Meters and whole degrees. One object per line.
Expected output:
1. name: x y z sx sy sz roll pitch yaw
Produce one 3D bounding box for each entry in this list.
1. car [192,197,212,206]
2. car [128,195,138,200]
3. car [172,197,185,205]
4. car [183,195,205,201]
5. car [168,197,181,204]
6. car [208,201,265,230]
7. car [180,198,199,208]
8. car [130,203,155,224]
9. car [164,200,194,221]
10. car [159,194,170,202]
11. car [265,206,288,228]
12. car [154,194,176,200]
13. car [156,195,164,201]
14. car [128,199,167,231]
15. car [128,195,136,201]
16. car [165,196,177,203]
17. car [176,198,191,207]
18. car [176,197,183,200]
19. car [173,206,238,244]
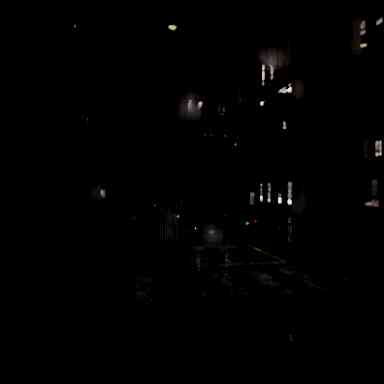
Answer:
1. car: 1.688 1.608 38.408 1.947 1.339 4.313 -1 0 -11
2. car: -10.252 1.508 58.688 1.967 1.590 4.097 -1 0 -11
3. car: -2.517 1.649 60.202 1.802 1.307 4.206 -1 0 -11
4. car: 0.634 1.364 43.856 2.192 1.841 5.009 -1 0 -11
5. car: -3.568 1.639 65.651 1.947 1.339 4.313 -1 0 -11
6. car: 2.621 1.547 20.718 1.812 1.442 4.674 0 0 -11
7. car: -0.415 1.606 49.305 2.008 1.369 4.403 -1 0 -11
8. car: -3.943 1.612 25.997 1.802 1.307 4.206 -1 0 -11
9. car: -1.391 1.593 25.813 1.994 1.385 4.181 0 0 -11
10. car: -6.725 1.404 81.996 2.192 1.841 5.009 -1 0 -11
11. car: 4.846 1.604 22.064 1.802 1.307 4.206 -1 0 -11
12. car: -3.290 1.393 35.729 2.097 1.767 4.553 0 0 -11
13. car: -8.856 1.626 93.060 1.752 1.417 4.829 -1 0 -11
14. car: -2.894 1.463 20.548 1.967 1.590 4.097 -1 0 -11
15. car: -15.475 1.621 85.765 1.752 1.417 4.829 -1 0 -11
16. car: -4.619 1.629 71.099 2.008 1.369 4.403 -1 0 -11
17. car: -1.465 1.643 54.754 1.802 1.307 4.206 -1 0 -11
18. car: -2.567 1.654 47.291 1.895 1.301 4.718 0 0 -11
19. car: 0.494 1.581 16.051 1.994 1.385 4.181 0 0 -11
